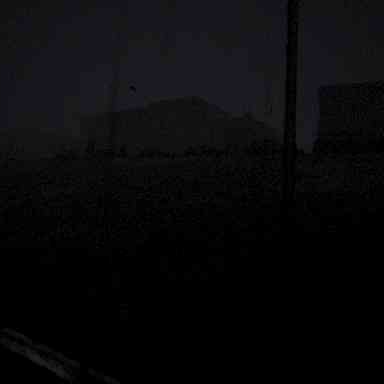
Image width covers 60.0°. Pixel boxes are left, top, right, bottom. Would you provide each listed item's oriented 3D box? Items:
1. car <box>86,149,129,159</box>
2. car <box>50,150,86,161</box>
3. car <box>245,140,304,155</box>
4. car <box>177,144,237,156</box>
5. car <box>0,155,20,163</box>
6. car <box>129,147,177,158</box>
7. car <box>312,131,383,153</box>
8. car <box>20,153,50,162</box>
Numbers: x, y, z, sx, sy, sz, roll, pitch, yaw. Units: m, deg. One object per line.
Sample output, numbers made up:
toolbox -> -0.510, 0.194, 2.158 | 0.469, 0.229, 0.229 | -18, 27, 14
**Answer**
car -> -8.130, -3.622, 34.266 | 4.792, 1.488, 2.163 | 1, 1, 29
car -> -13.123, -3.902, 37.064 | 4.553, 1.767, 2.185 | 1, 1, 31
car -> 6.649, -3.395, 26.764 | 4.553, 1.767, 2.185 | 2, 1, 26
car -> 1.567, -3.412, 29.205 | 4.892, 1.521, 2.231 | 1, 1, 27
car -> -22.592, -3.979, 42.805 | 4.674, 1.452, 2.002 | 1, 1, 33
car -> -3.266, -3.492, 31.661 | 4.674, 1.452, 2.002 | 1, 1, 28
car -> 11.751, -3.357, 24.428 | 5.566, 2.045, 2.435 | 2, 1, 25
car -> -17.878, -3.898, 39.878 | 5.008, 1.535, 2.097 | 1, 1, 32
